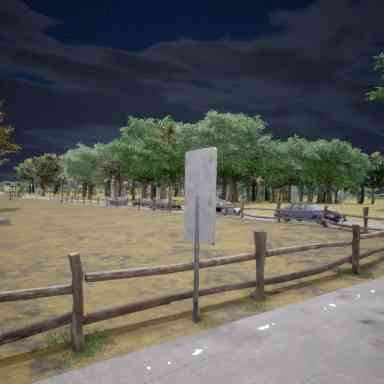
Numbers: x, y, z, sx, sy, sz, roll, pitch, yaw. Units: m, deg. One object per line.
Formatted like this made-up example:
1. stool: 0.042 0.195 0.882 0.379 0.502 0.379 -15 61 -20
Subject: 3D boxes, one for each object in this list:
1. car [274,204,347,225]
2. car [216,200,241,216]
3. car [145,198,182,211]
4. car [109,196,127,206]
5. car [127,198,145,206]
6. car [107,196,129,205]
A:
1. car: 8.586 1.568 24.671 2.033 1.411 5.357 2 -1 -34
2. car: 2.806 1.509 32.833 2.128 1.511 4.902 2 -1 -35
3. car: -3.359 1.560 41.479 2.033 1.411 5.357 2 -1 -35
4. car: -11.819 1.513 53.493 1.837 1.490 4.892 2 -1 -35
5. car: -7.720 1.629 52.583 2.033 1.411 5.357 2 -1 -35
6. car: -13.569 1.555 60.701 2.128 1.511 4.902 2 -1 -35
